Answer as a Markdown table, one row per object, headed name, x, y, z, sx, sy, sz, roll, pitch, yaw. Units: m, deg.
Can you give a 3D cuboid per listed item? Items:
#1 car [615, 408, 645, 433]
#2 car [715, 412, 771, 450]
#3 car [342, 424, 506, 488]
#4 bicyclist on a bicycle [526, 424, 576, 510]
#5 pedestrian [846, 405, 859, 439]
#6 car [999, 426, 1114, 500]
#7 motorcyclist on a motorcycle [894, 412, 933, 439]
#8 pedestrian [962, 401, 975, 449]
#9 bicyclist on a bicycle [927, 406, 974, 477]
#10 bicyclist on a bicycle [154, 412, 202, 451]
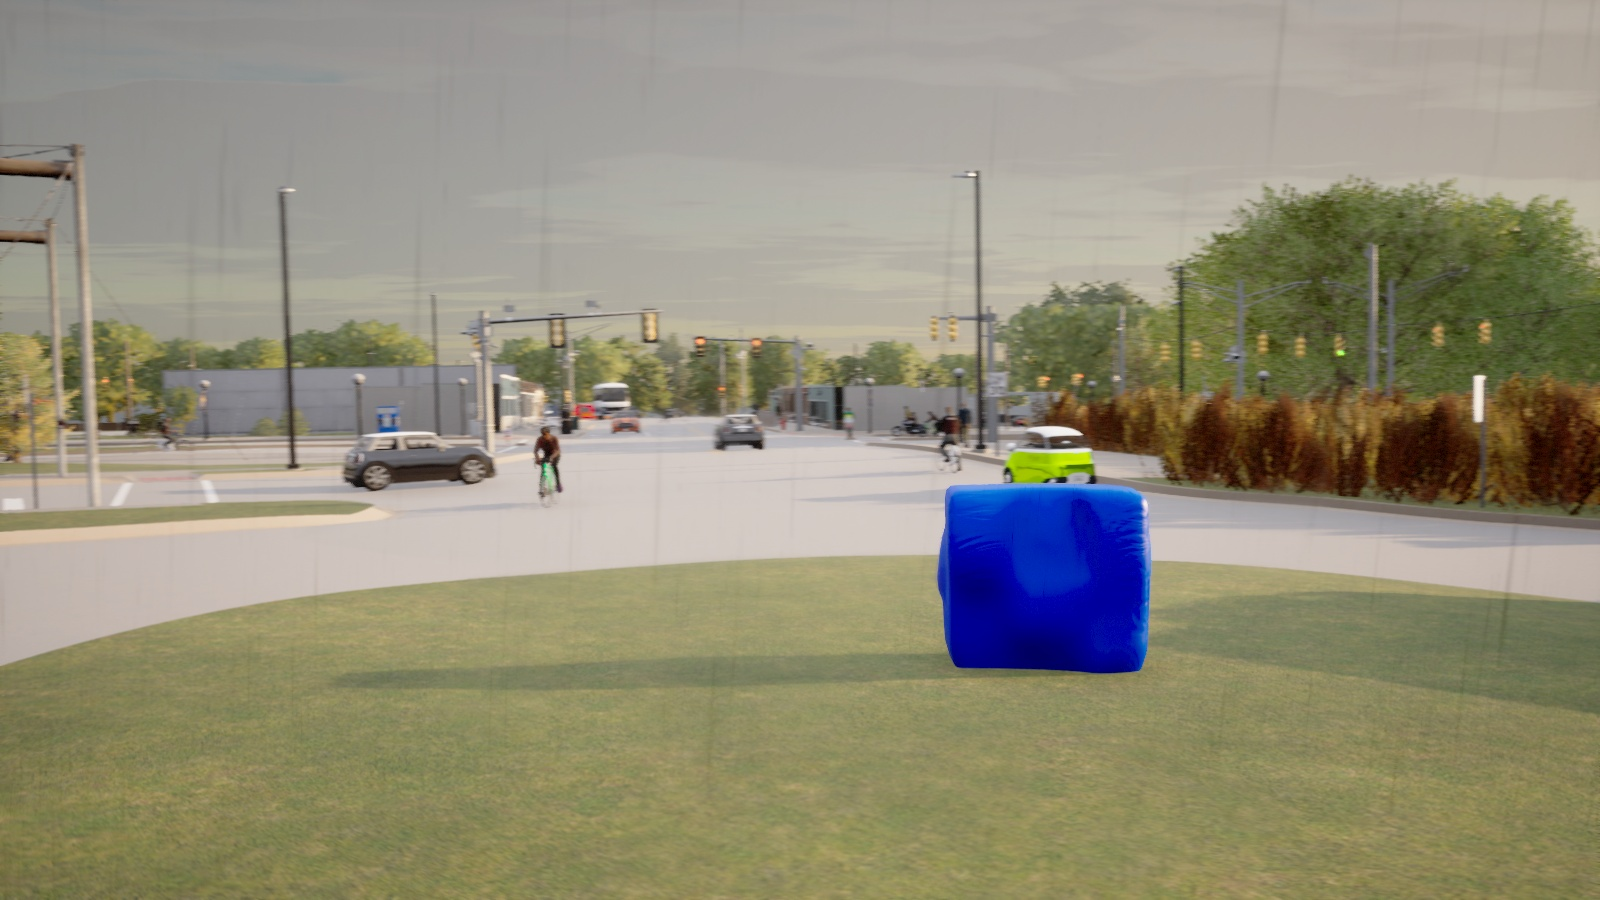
| name | x | y | z | sx | sy | sz | roll | pitch | yaw |
| --- | --- | --- | --- | --- | --- | --- | --- | --- | --- |
| car | -12.618 | -2.214 | 92.994 | 2.097 | 1.767 | 4.553 | -1 | 2 | -8 |
| car | -2.433 | -0.813 | 52.797 | 1.970 | 1.475 | 3.806 | -1 | 1 | -8 |
| car | -10.115 | 0.113 | 33.846 | 3.806 | 1.475 | 1.970 | -3 | 4 | -32 |
| bicyclist on a bicycle | -4.977 | 0.310 | 25.207 | 0.582 | 1.620 | 1.656 | -2 | 2 | 1 |
| pedestrian | 3.125 | -1.664 | 74.238 | 0.659 | 1.952 | 0.873 | 0 | 3 | 9 |
| car | 5.356 | 0.229 | 26.429 | 1.481 | 1.376 | 2.207 | -2 | 4 | -17 |
| motorcyclist on a motorcycle | 7.158 | -1.572 | 79.355 | 2.350 | 1.649 | 0.766 | 1 | 1 | -5 |
| pedestrian | 6.591 | -0.969 | 49.073 | 0.402 | 1.842 | 0.726 | -1 | 3 | 0 |
| bicyclist on a bicycle | 3.942 | -0.255 | 33.016 | 0.659 | 1.776 | 1.843 | -1 | 3 | -11 |
| bicyclist on a bicycle | -29.235 | -0.876 | 59.017 | 1.843 | 1.776 | 0.659 | -2 | 2 | -8 |
